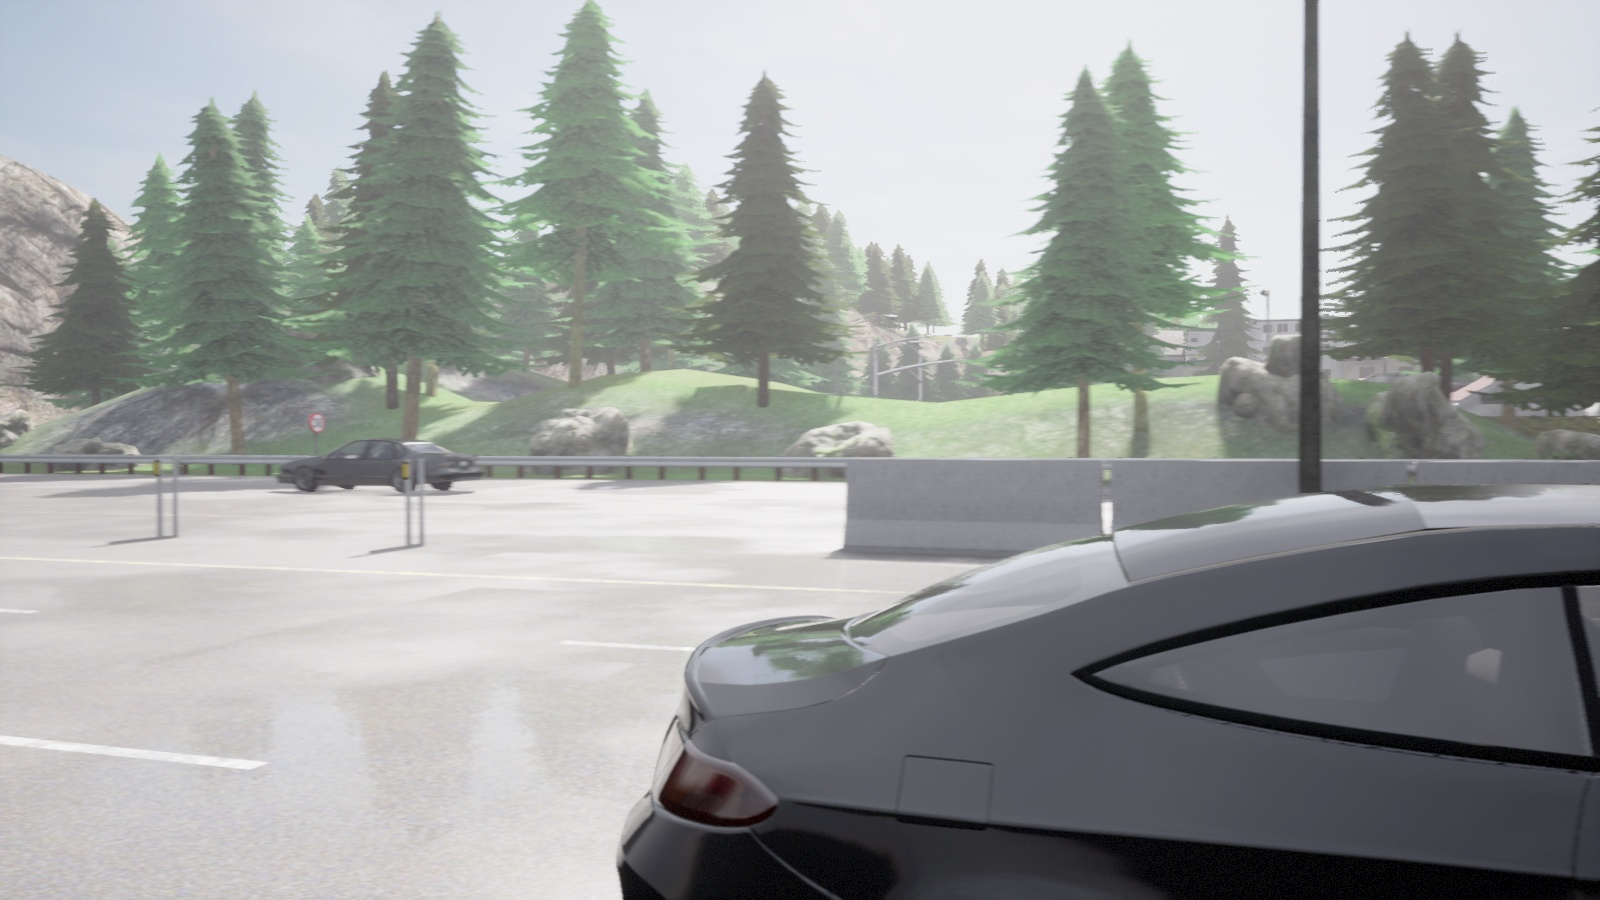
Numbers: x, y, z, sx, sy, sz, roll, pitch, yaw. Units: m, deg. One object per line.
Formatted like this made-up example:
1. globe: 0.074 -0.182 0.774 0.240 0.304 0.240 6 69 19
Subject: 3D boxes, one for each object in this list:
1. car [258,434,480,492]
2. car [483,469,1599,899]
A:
1. car: -11.263 0.304 32.831 5.357 1.411 2.033 1 1 19
2. car: 1.887 0.818 2.559 4.674 1.442 1.812 1 1 19
